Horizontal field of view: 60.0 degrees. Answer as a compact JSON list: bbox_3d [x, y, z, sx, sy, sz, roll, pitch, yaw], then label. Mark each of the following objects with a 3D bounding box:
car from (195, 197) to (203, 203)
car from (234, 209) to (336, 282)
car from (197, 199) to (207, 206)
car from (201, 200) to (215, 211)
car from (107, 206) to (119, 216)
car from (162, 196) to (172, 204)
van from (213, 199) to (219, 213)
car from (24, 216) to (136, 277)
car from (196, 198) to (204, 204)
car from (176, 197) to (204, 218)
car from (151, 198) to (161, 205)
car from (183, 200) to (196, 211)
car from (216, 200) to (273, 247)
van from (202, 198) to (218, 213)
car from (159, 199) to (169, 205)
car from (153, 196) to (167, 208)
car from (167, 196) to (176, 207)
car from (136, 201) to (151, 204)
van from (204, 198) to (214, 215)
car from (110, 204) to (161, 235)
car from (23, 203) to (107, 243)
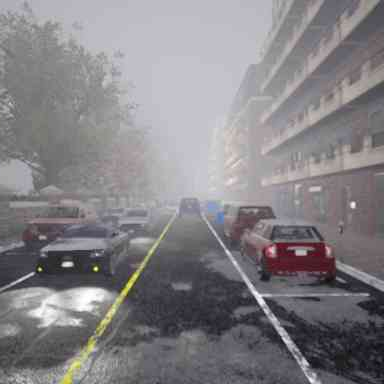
[{"bbox_3d":[1.850,2.139,87.315,1.967,1.590,4.097,1,0,-1],"label":"car"},{"bbox_3d":[2.625,1.512,9.992,1.967,1.590,4.097,1,0,-1],"label":"car"},{"bbox_3d":[2.014,2.130,70.744,1.947,1.339,4.313,1,0,-1],"label":"car"},{"bbox_3d":[2.234,1.912,48.823,1.752,1.417,4.829,1,0,-1],"label":"car"},{"bbox_3d":[-5.923,1.809,26.477,1.947,1.339,4.313,1,0,-1],"label":"car"},{"bbox_3d":[-6.527,2.051,87.232,2.192,1.841,5.009,1,0,-1],"label":"car"},{"bbox_3d":[2.515,1.502,21.039,1.690,1.788,3.998,1,0,-1],"label":"van"},{"bbox_3d":[-3.183,1.665,10.440,1.994,1.385,4.181,0,0,-1],"label":"car"},{"bbox_3d":[1.904,2.220,81.791,1.947,1.339,4.313,1,0,-1],"label":"car"},{"bbox_3d":[-0.215,1.496,33.377,2.150,2.045,5.566,0,0,0],"label":"car"},{"bbox_3d":[-6.144,1.973,48.569,2.008,1.369,4.403,1,0,-1],"label":"car"},{"bbox_3d":[-0.362,1.916,47.861,1.812,1.442,4.674,0,0,-1],"label":"car"},{"bbox_3d":[2.571,1.431,15.516,2.192,1.841,5.009,1,0,-1],"label":"car"},{"bbox_3d":[2.294,1.681,43.132,1.690,1.788,3.998,1,0,-1],"label":"van"},{"bbox_3d":[-6.420,2.212,76.184,1.947,1.339,4.313,1,0,-1],"label":"car"},{"bbox_3d":[-6.251,1.827,59.617,2.192,1.841,5.009,1,0,-1],"label":"car"},{"bbox_3d":[-3.640,2.033,64.951,1.837,1.490,4.892,0,0,0],"label":"car"},{"bbox_3d":[-6.031,1.857,37.354,1.752,1.417,4.829,1,0,-1],"label":"car"},{"bbox_3d":[2.349,1.637,37.609,1.690,1.788,3.998,1,0,-1],"label":"van"},{"bbox_3d":[-3.279,1.730,20.438,2.033,1.411,5.357,0,0,-1],"label":"car"},{"bbox_3d":[-5.808,1.468,15.433,2.192,1.841,5.009,1,0,-1],"label":"car"}]
